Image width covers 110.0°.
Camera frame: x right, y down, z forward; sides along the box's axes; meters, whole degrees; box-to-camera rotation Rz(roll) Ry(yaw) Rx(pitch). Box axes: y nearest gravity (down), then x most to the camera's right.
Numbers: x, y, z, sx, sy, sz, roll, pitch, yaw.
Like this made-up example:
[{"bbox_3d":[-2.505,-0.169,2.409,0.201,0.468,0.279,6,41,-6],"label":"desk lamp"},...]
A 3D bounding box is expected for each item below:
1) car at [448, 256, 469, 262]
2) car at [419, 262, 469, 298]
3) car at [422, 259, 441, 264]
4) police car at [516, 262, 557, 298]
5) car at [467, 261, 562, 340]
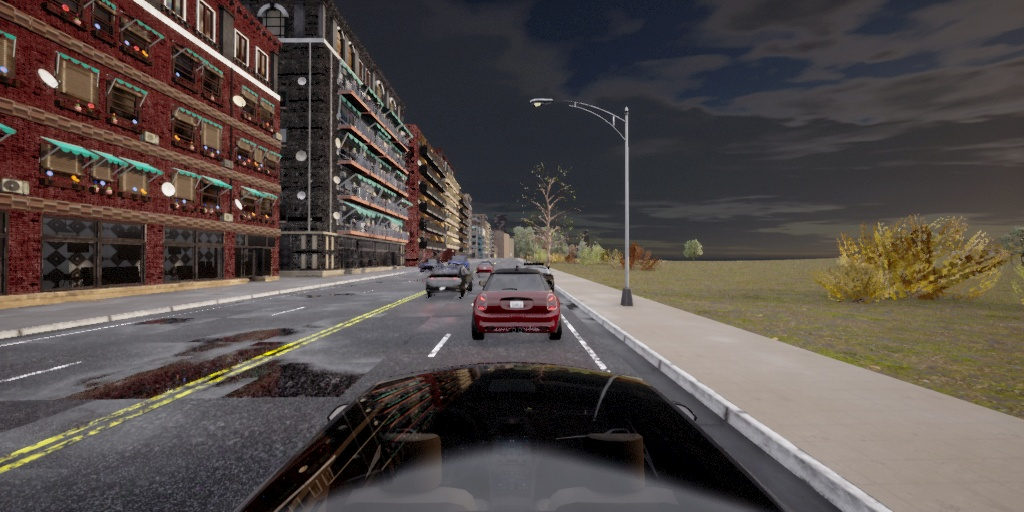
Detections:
[{"bbox_3d":[-6.503,0.973,43.784,2.150,2.045,5.566,0,0,0],"label":"car"},{"bbox_3d":[-3.112,1.243,18.536,2.128,1.511,4.902,0,0,0],"label":"car"},{"bbox_3d":[-9.753,1.103,43.512,2.097,1.767,4.553,0,0,0],"label":"car"},{"bbox_3d":[1.178,1.177,19.630,1.930,1.638,5.238,0,0,0],"label":"police car"},{"bbox_3d":[0.114,1.103,10.134,2.097,1.767,4.553,0,0,0],"label":"car"}]
